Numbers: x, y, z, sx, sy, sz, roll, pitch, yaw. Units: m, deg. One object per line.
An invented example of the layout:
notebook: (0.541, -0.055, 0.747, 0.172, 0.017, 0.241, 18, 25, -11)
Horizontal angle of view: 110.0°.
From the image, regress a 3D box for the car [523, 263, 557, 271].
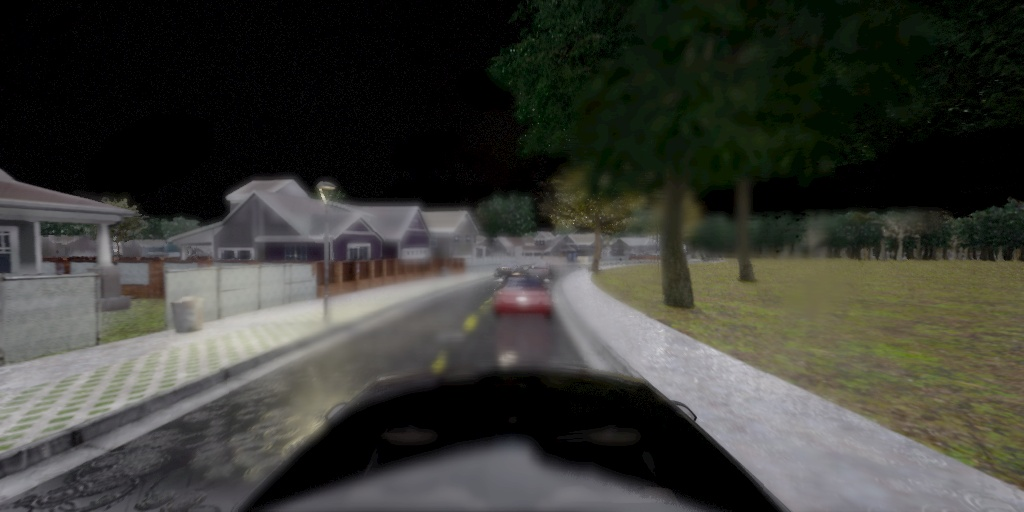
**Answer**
car: (2.505, 1.283, 28.677, 2.128, 1.511, 4.902, 0, 0, 11)

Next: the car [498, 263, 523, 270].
car: (0.001, 1.320, 31.392, 2.033, 1.411, 5.357, 0, 0, 12)

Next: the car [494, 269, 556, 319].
car: (0.486, 1.330, 13.041, 1.994, 1.385, 4.181, 0, 0, 4)
